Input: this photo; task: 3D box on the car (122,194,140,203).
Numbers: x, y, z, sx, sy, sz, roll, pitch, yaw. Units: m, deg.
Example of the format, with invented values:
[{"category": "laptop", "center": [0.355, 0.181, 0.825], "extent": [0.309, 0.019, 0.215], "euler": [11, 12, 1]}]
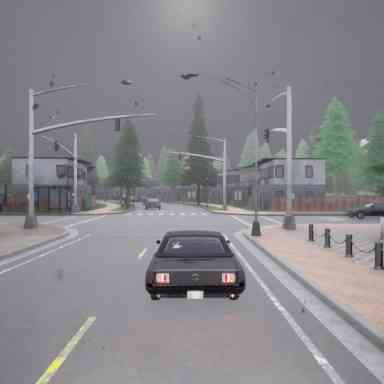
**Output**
[{"category": "car", "center": [-12.168, 1.468, 66.967], "extent": [1.837, 1.490, 4.892], "euler": [0, 1, -26]}]

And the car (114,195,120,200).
[{"category": "car", "center": [-16.966, 1.321, 79.982], "extent": [4.674, 1.442, 1.812], "euler": [0, 0, 45]}]

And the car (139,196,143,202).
[{"category": "car", "center": [-6.691, 1.513, 52.919], "extent": [2.033, 1.411, 5.357], "euler": [0, 0, -15]}]

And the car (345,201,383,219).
[{"category": "car", "center": [15.405, 1.510, 28.052], "extent": [4.674, 1.442, 1.812], "euler": [0, 0, 1]}]

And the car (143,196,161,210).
[{"category": "car", "center": [-4.946, 1.491, 42.447], "extent": [1.812, 1.442, 4.674], "euler": [0, 0, -6]}]

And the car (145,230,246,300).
[{"category": "car", "center": [0.033, 1.601, 8.325], "extent": [1.895, 1.301, 4.718], "euler": [0, 0, -1]}]

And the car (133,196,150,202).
[{"category": "car", "center": [-10.963, 1.505, 71.921], "extent": [1.994, 1.385, 4.181], "euler": [0, 0, -36]}]
